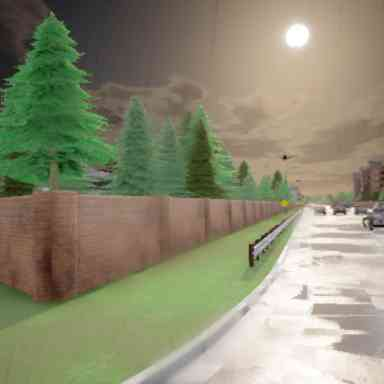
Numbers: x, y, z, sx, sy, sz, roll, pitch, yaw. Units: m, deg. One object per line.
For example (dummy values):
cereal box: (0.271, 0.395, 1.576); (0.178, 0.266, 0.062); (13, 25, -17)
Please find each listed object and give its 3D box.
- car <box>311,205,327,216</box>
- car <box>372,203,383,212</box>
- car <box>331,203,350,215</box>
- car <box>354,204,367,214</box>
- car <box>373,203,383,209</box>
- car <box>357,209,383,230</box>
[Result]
car: (23.568, 3.389, 61.257); (2.097, 1.767, 4.553); (-2, -2, 19)
car: (44.586, 3.581, 79.080); (2.150, 2.045, 5.566); (-2, -2, 19)
car: (27.343, 3.326, 61.459); (2.097, 1.767, 4.553); (-2, -2, 19)
car: (30.516, 3.395, 59.915); (2.033, 1.411, 5.357); (-2, -2, 19)
car: (33.869, 3.101, 58.922); (2.097, 1.767, 4.553); (-2, -2, 19)
car: (15.470, 2.381, 27.605); (2.033, 1.411, 5.357); (-2, -2, 19)
